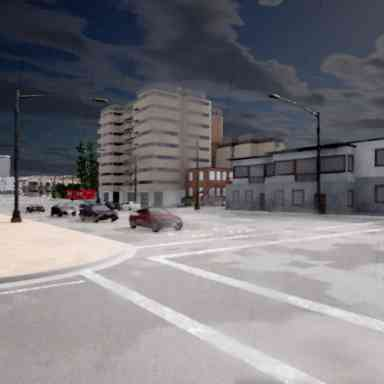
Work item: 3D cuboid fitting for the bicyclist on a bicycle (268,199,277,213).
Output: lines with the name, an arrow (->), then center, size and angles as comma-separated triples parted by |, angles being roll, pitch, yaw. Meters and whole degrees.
bicyclist on a bicycle -> 9.385, 1.619, 38.746 | 1.656, 1.620, 0.582 | 0, -1, -37

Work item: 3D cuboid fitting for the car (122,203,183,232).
car -> -2.438, 1.675, 21.232 | 1.812, 1.442, 4.674 | 0, -1, -37

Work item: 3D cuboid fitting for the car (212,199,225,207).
car -> 5.424, 1.930, 59.985 | 1.970, 1.475, 3.806 | 0, -1, -37

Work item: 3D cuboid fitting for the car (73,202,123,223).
car -> -8.253, 1.852, 28.955 | 2.033, 1.411, 5.357 | 0, -1, -37

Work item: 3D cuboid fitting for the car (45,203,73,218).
car -> -14.366, 2.020, 37.104 | 2.128, 1.511, 4.902 | 0, -1, -37

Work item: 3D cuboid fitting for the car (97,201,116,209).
car -> -16.363, 2.460, 63.201 | 1.812, 1.442, 4.674 | 0, 0, -37

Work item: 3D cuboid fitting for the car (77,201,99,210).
car -> -19.160, 2.470, 61.097 | 2.033, 1.411, 5.357 | 0, 0, -37

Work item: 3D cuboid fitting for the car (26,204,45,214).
car -> -22.736, 2.380, 48.346 | 1.994, 1.385, 4.181 | 0, -1, -37
